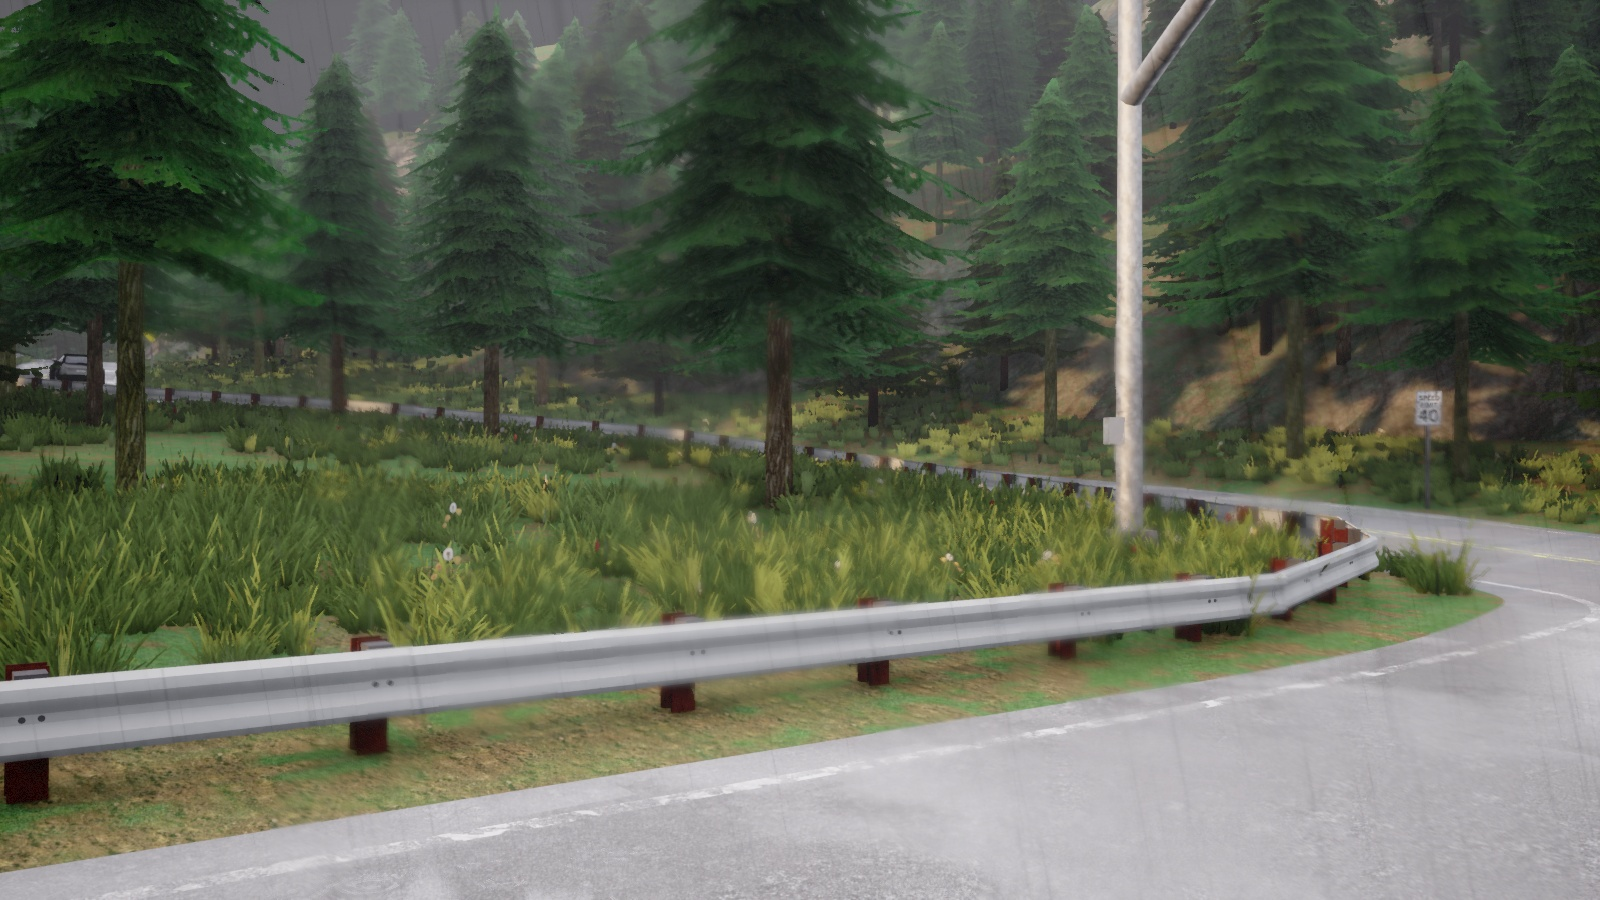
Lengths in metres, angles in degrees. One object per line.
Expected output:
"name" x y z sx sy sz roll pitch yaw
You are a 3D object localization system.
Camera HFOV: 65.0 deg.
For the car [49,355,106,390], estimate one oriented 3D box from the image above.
"car" -33.013 -3.565 57.309 1.994 1.385 4.181 0 5 -34
